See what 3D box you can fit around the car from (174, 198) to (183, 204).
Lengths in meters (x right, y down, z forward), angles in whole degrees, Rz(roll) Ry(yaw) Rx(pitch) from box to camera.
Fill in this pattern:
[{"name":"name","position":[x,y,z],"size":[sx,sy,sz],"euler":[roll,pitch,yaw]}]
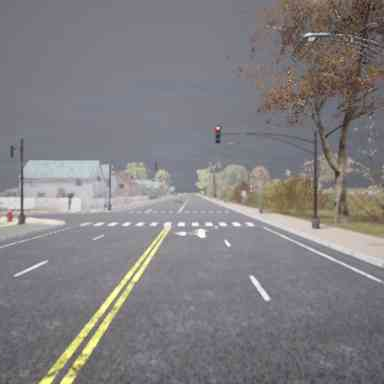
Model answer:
[{"name":"car","position":[-3.258,2.036,80.358],"size":[2.033,1.411,5.357],"euler":[0,0,0]}]
